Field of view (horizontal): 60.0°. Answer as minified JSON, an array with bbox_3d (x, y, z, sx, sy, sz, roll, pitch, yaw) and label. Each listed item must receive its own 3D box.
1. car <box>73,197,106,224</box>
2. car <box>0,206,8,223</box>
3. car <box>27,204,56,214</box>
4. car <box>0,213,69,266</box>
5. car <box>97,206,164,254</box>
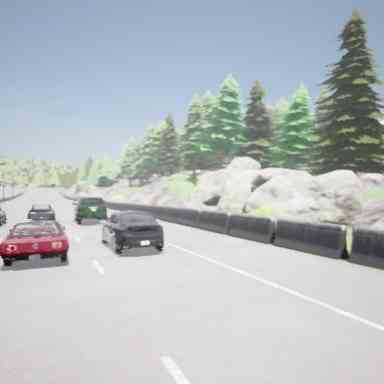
[{"bbox_3d":[-8.247,1.417,26.733,2.150,2.045,5.566,-1,0,-23],"label":"car"},{"bbox_3d":[-15.101,1.781,24.965,1.837,1.490,4.892,-1,0,-23],"label":"car"},{"bbox_3d":[-11.865,1.731,26.299,2.128,1.511,4.902,-1,0,-23],"label":"car"},{"bbox_3d":[-5.573,1.689,12.034,1.895,1.301,4.718,-1,0,-23],"label":"car"},{"bbox_3d":[-2.625,1.566,14.035,1.837,1.490,4.892,-1,0,-23],"label":"car"}]
